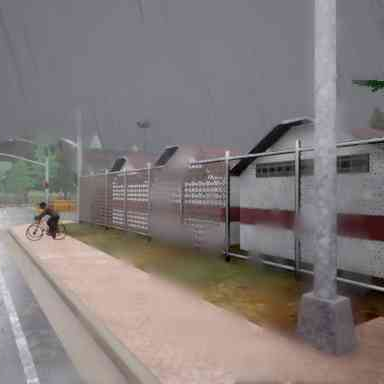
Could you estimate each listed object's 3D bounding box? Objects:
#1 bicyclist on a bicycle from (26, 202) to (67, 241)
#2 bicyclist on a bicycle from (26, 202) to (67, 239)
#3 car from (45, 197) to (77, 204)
[{"bbox_3d":[-6.278,1.301,14.363,1.656,1.620,0.582,0,0,-14],"label":"bicyclist on a bicycle"},{"bbox_3d":[-6.794,1.302,15.583,1.656,1.620,0.582,0,0,-39],"label":"bicyclist on a bicycle"},{"bbox_3d":[-19.508,1.505,50.096,4.892,1.490,1.837,0,0,-35],"label":"car"}]
